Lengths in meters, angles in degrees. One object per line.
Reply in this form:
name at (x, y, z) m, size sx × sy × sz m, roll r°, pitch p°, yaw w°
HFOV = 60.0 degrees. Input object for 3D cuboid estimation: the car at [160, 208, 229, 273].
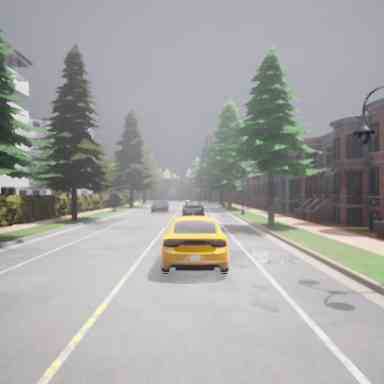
car at (0.086, 1.512, 10.862) m, size 1.882 × 1.535 × 5.008 m, roll 0°, pitch 0°, yaw 0°

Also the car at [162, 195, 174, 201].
car at (-5.736, 1.408, 78.326) m, size 1.994 × 1.385 × 4.181 m, roll 0°, pitch 0°, yaw -18°

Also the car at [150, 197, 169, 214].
car at (-3.587, 1.622, 37.750) m, size 1.837 × 1.490 × 4.892 m, roll 0°, pitch 0°, yaw 0°

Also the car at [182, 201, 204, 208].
car at (0.099, 1.585, 30.316) m, size 2.128 × 1.511 × 4.902 m, roll 0°, pitch 0°, yaw 0°
